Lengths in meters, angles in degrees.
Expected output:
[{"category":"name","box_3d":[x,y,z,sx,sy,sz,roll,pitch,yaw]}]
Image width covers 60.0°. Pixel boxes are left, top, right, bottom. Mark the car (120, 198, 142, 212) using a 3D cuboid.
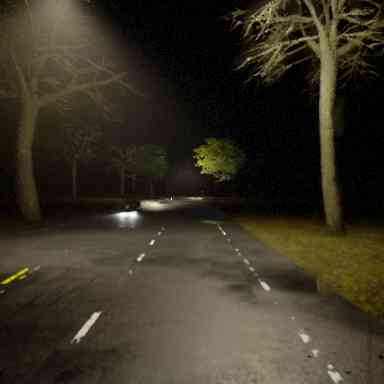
[{"category":"car","box_3d":[-7.011,1.431,38.335,2.128,1.511,4.902,0,0,0]}]
